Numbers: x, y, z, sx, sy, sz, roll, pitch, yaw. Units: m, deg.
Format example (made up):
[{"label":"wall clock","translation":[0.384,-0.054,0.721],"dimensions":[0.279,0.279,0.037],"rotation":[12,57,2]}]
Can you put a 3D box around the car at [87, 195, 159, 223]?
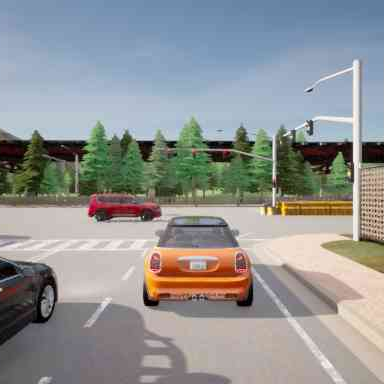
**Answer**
[{"label":"car","translation":[-5.137,1.221,25.509],"dimensions":[5.566,2.045,2.150],"rotation":[0,0,-2]}]

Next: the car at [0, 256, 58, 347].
[{"label":"car","translation":[-3.399,1.505,4.285],"dimensions":[1.837,1.490,4.892],"rotation":[0,0,0]}]

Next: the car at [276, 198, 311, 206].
[{"label":"car","translation":[11.957,1.601,36.710],"dimensions":[4.718,1.301,1.895],"rotation":[0,0,-3]}]

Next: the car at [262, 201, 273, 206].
[{"label":"car","translation":[11.633,1.526,43.739],"dimensions":[4.674,1.442,1.812],"rotation":[0,0,-2]}]

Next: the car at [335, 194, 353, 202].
[{"label":"car","translation":[21.824,1.217,44.052],"dimensions":[5.566,2.045,2.150],"rotation":[-1,0,-2]}]

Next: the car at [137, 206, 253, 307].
[{"label":"car","translation":[0.128,1.352,8.161],"dimensions":[2.097,1.767,4.553],"rotation":[0,0,0]}]
